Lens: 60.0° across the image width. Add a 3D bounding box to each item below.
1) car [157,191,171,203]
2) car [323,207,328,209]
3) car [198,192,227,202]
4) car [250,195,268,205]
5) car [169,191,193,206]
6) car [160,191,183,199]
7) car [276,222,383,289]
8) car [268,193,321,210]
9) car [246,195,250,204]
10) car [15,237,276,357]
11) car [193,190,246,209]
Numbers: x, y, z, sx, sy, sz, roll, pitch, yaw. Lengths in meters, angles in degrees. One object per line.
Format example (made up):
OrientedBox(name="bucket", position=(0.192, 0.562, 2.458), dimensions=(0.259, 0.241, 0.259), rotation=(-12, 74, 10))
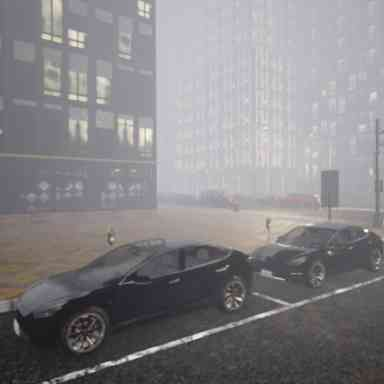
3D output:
OrientedBox(name="car", position=(-3.816, 0.789, 44.272), dimensions=(1.887, 1.381, 4.507), rotation=(1, 1, -36))
OrientedBox(name="car", position=(12.858, 1.027, 35.800), dimensions=(1.752, 1.417, 4.829), rotation=(1, 1, -36))
OrientedBox(name="car", position=(2.945, 0.757, 49.222), dimensions=(1.947, 1.339, 4.313), rotation=(1, 1, -36))
OrientedBox(name="car", position=(9.575, 0.967, 40.147), dimensions=(1.947, 1.339, 4.313), rotation=(1, 1, -36))
OrientedBox(name="car", position=(-0.502, 0.915, 39.735), dimensions=(1.947, 1.339, 4.313), rotation=(1, 1, -36))
OrientedBox(name="car", position=(-3.684, 0.548, 58.299), dimensions=(1.947, 1.339, 4.313), rotation=(1, 1, -36))
OrientedBox(name="car", position=(3.532, 1.540, 9.081), dimensions=(4.313, 1.339, 1.947), rotation=(0, 0, -35))
OrientedBox(name="car", position=(10.613, 0.868, 34.315), dimensions=(2.097, 1.767, 4.553), rotation=(0, 1, -36))
OrientedBox(name="car", position=(6.260, 0.878, 44.684), dimensions=(1.802, 1.307, 4.206), rotation=(1, 1, -36))
OrientedBox(name="car", position=(-0.740, 1.557, 6.034), dimensions=(4.313, 1.339, 1.947), rotation=(0, 0, -35))
OrientedBox(name="car", position=(2.817, 0.769, 35.196), dimensions=(2.192, 1.841, 5.009), rotation=(1, 1, -36))
